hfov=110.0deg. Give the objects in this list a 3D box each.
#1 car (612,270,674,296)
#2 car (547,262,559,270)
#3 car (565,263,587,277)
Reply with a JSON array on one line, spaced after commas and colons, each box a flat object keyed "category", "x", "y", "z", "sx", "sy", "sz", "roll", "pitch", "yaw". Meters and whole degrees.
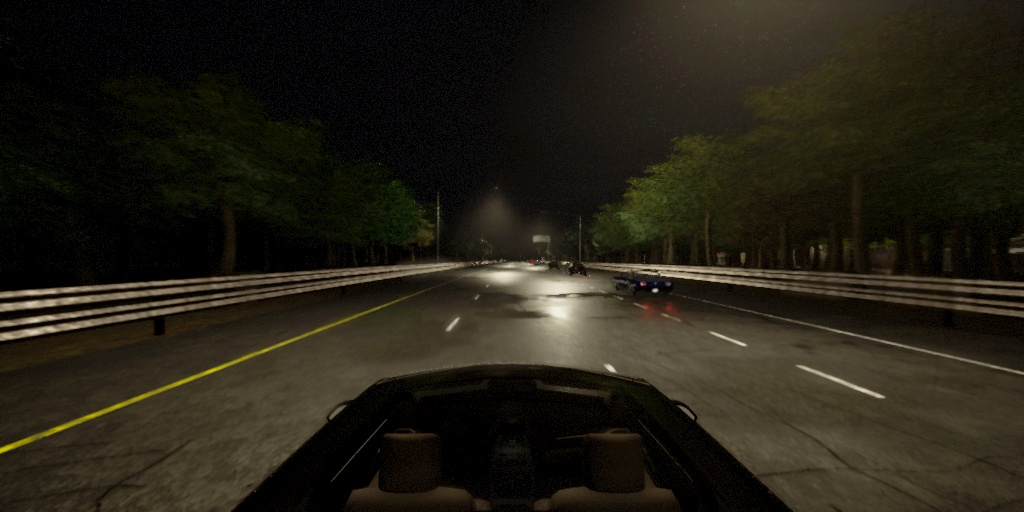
[{"category": "car", "x": 7.019, "y": 1.424, "z": 19.801, "sx": 1.895, "sy": 1.301, "sz": 4.718, "roll": 0, "pitch": 0, "yaw": 0}, {"category": "car", "x": 7.211, "y": 1.730, "z": 63.121, "sx": 1.837, "sy": 1.490, "sz": 4.892, "roll": 0, "pitch": -1, "yaw": 0}, {"category": "car", "x": 7.084, "y": 1.508, "z": 40.125, "sx": 1.837, "sy": 1.490, "sz": 4.892, "roll": 0, "pitch": -1, "yaw": 0}]
